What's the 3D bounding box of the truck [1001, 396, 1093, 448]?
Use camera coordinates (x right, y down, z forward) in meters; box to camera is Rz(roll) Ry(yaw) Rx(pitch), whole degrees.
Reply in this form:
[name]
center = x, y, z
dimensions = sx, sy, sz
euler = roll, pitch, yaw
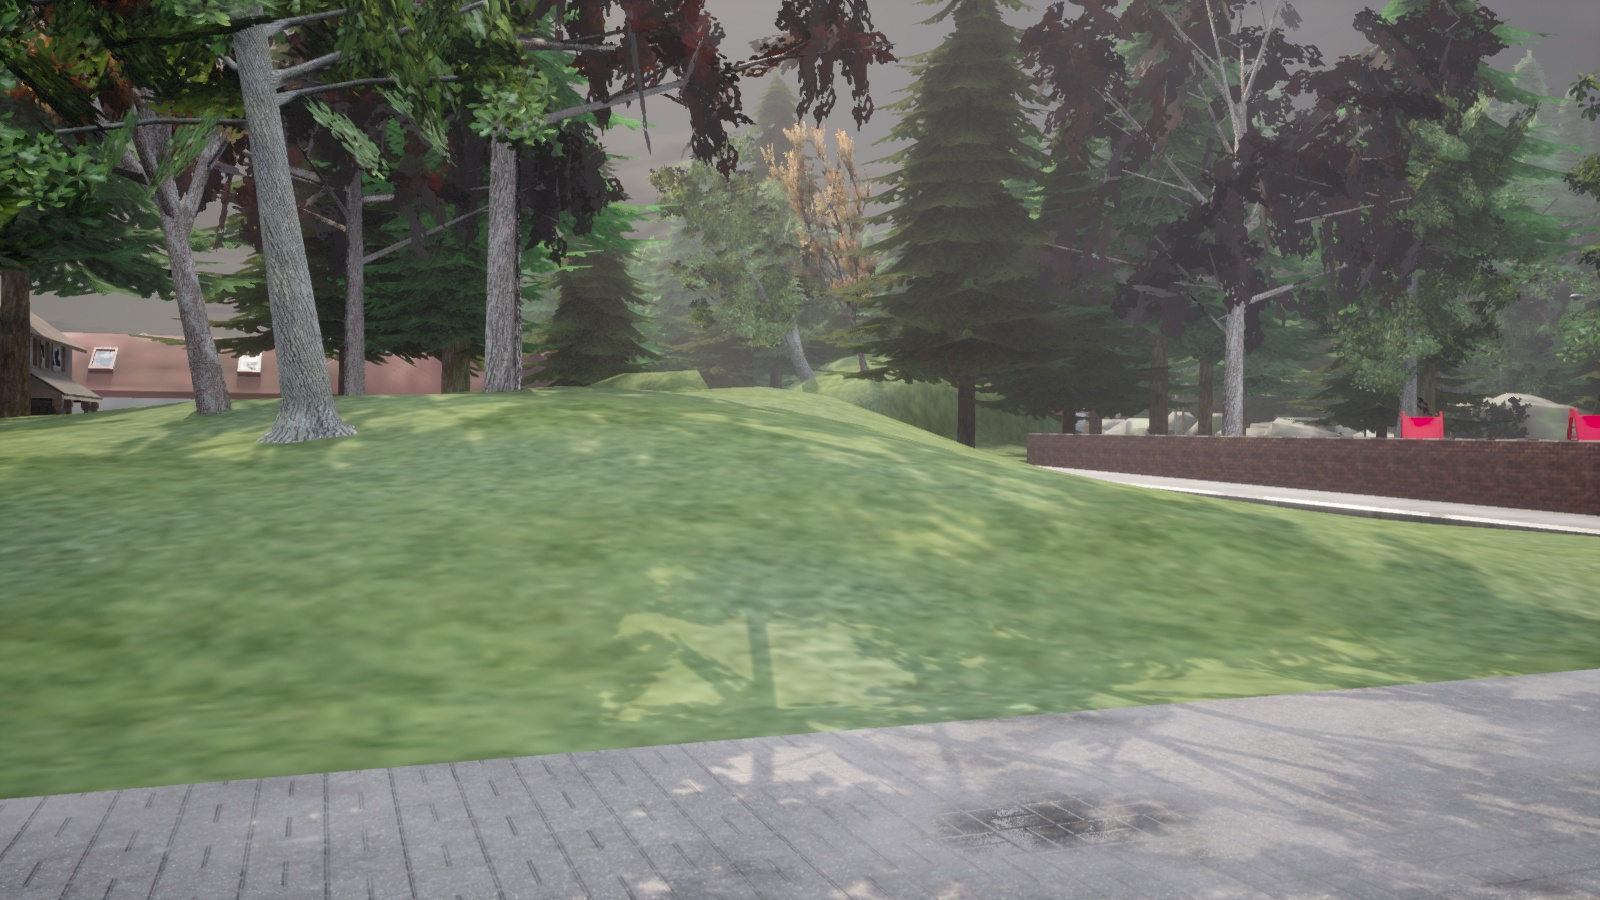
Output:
[truck]
center = 18.965, -2.150, 97.004
dimensions = 2.891, 3.827, 8.468
euler = -1, 1, -21
